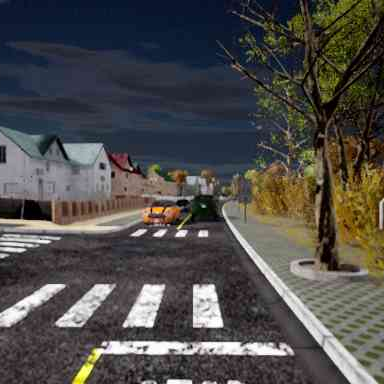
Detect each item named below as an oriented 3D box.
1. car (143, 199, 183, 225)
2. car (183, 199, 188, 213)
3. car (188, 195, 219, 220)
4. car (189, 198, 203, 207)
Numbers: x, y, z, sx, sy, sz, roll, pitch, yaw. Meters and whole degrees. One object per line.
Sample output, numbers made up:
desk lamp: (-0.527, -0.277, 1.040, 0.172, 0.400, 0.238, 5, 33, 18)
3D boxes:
car: (-2.149, 1.356, 24.378, 2.097, 1.767, 4.553, 0, 0, 5)
car: (-1.117, 1.575, 38.332, 1.812, 1.442, 4.674, 0, 0, 5)
car: (1.112, 1.232, 28.593, 2.150, 2.045, 5.566, 0, 0, 4)
car: (0.779, 1.684, 56.614, 1.812, 1.442, 4.674, 0, 0, 7)
